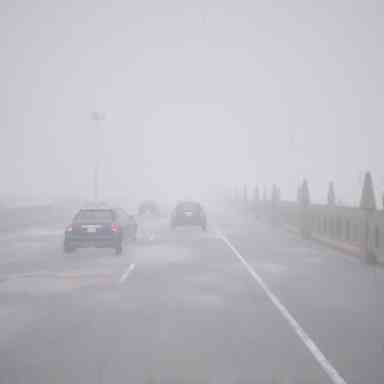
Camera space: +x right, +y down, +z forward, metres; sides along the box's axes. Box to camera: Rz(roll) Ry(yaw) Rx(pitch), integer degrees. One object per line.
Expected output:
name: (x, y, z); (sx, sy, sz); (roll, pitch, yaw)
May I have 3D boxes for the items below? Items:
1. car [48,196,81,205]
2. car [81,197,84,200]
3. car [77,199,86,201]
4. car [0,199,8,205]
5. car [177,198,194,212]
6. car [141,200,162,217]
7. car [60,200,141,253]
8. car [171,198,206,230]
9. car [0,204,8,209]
car: (-14.878, 1.352, 38.419); (2.097, 1.767, 4.553); (0, 0, -1)
car: (-18.786, 1.490, 54.347); (1.882, 1.535, 5.008); (0, 0, -2)
car: (-7.386, 1.505, 26.379); (1.837, 1.490, 4.892); (0, 0, -2)
car: (-21.820, 1.508, 35.947); (1.837, 1.490, 4.892); (0, -1, -1)
car: (-0.757, 1.478, 39.175); (1.882, 1.535, 5.008); (0, 0, -2)
car: (-4.040, 1.505, 31.918); (1.837, 1.490, 4.892); (0, 0, -2)
car: (-3.562, 1.352, 13.754); (2.097, 1.767, 4.553); (0, 0, -1)
car: (-0.246, 1.352, 21.305); (2.097, 1.767, 4.553); (0, 0, -2)
car: (-6.965, 1.352, 8.286); (2.097, 1.767, 4.553); (0, 0, -1)
